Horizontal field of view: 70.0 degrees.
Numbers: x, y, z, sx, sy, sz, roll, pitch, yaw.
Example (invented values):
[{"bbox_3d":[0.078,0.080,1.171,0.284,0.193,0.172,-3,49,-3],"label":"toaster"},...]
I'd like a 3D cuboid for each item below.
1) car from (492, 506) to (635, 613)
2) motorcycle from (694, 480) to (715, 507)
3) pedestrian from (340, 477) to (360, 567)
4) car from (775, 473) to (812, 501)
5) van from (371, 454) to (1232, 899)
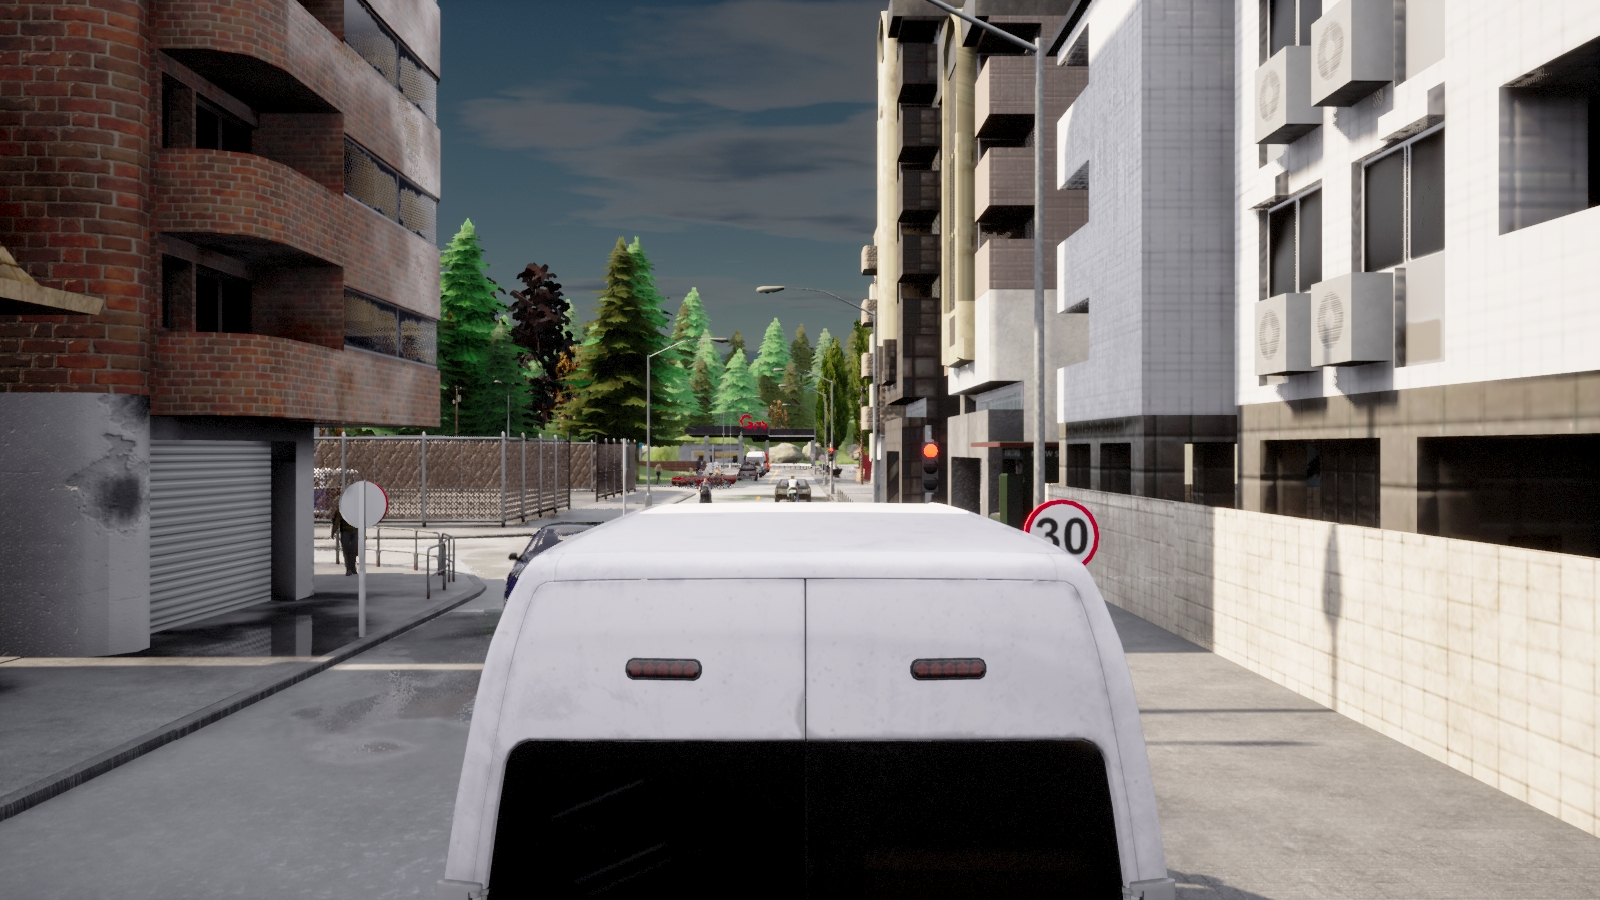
[{"bbox_3d":[-3.994,1.810,19.823,1.845,1.501,3.633,0,0,-2],"label":"car"},{"bbox_3d":[-4.334,1.973,52.180,0.803,1.145,2.033,0,0,0],"label":"motorcycle"},{"bbox_3d":[-9.450,1.506,24.010,0.375,1.860,0.375,0,0,-24],"label":"pedestrian"},{"bbox_3d":[-0.339,1.912,60.159,1.895,1.301,4.718,0,0,0],"label":"car"},{"bbox_3d":[-0.009,1.312,5.597,1.988,2.561,5.915,0,0,0],"label":"van"}]
